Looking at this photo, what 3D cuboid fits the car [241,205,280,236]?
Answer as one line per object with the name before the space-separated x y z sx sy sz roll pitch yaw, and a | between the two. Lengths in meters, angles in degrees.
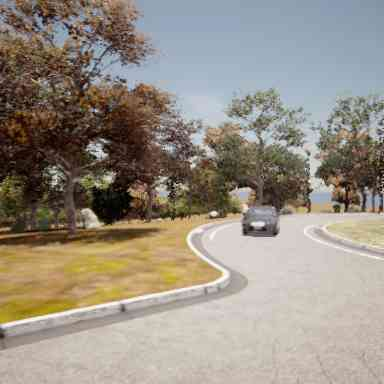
car | 3.986 1.544 19.065 2.128 1.511 4.902 0 0 17
